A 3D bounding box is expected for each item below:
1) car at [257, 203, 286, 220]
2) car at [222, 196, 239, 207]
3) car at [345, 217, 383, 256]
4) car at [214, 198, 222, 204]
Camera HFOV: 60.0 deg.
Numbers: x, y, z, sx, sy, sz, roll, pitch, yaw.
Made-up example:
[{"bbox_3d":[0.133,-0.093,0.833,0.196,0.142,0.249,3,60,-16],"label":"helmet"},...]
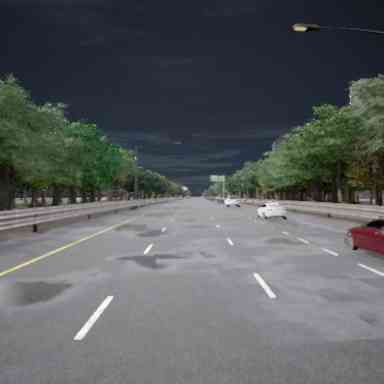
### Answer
[{"bbox_3d":[7.032,1.667,29.533,1.812,1.442,4.674,0,0,0],"label":"car"},{"bbox_3d":[7.163,1.705,60.004,2.150,2.045,5.566,0,-1,0],"label":"car"},{"bbox_3d":[7.002,1.554,11.331,1.812,1.442,4.674,0,0,0],"label":"car"},{"bbox_3d":[7.369,2.348,87.091,1.812,1.442,4.674,0,-1,1],"label":"car"}]
